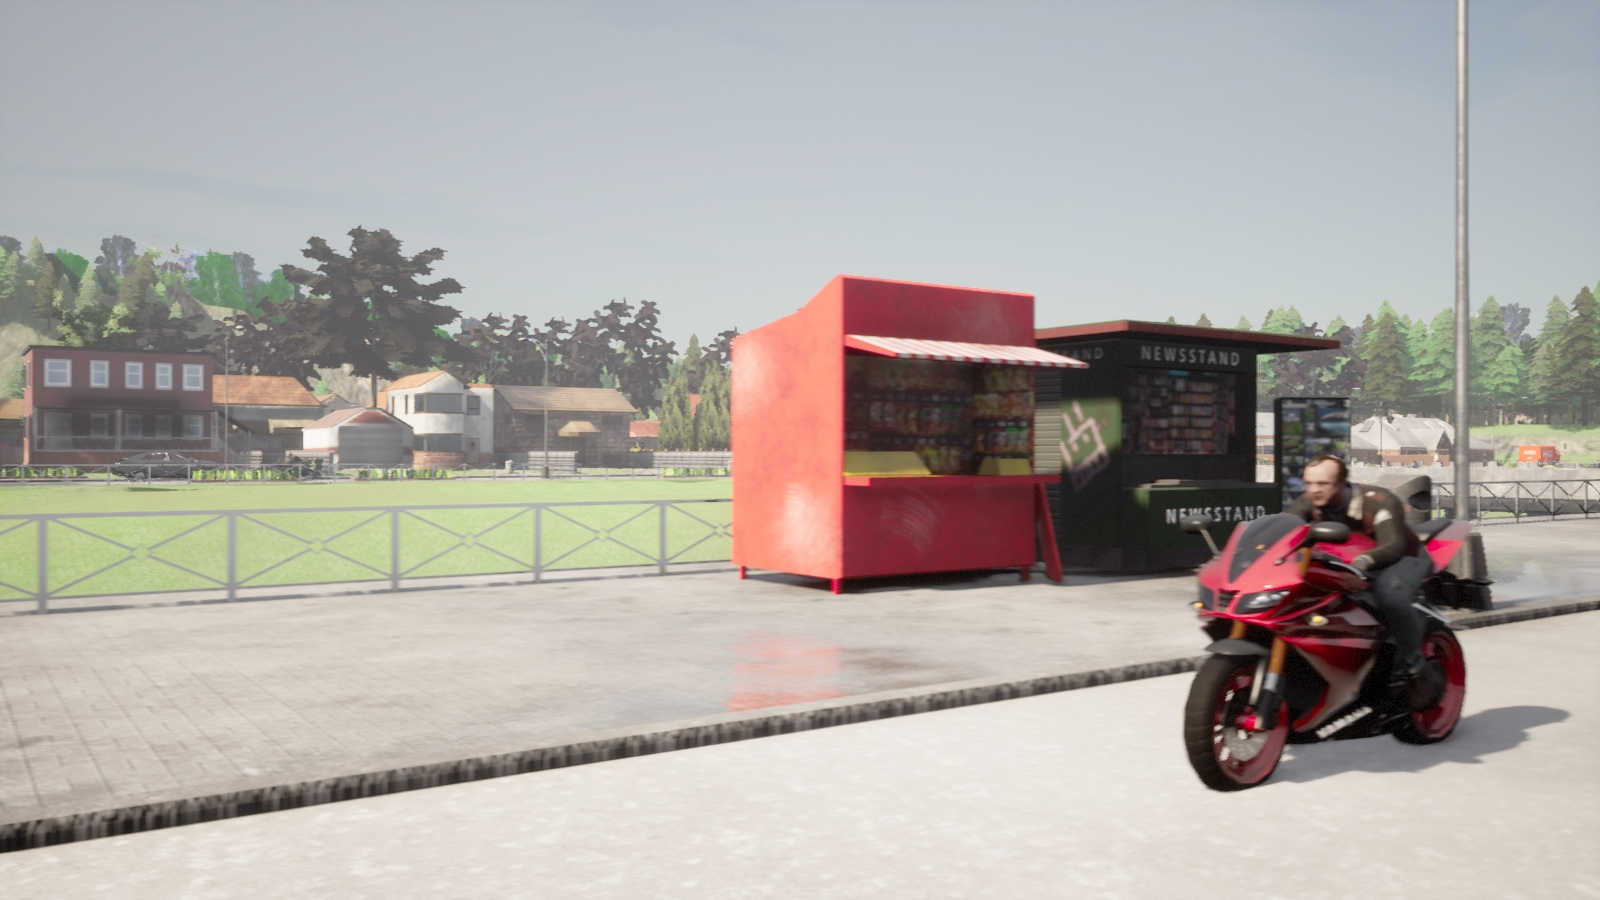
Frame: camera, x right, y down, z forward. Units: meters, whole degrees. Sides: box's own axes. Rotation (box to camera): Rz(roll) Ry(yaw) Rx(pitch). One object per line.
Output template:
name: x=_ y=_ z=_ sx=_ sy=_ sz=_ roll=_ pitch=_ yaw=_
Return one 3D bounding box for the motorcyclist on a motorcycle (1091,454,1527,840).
motorcyclist on a motorcycle: x=2.475 y=0.789 z=5.991 sx=2.191 sy=1.530 sz=0.866 roll=0 pitch=0 yaw=-35

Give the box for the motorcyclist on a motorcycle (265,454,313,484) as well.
motorcyclist on a motorcycle: x=-26.739 y=0.997 z=65.709 sx=2.191 sy=1.530 sz=0.866 roll=0 pitch=0 yaw=-35

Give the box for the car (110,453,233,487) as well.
car: x=-29.475 y=0.908 z=58.933 sx=4.902 sy=1.511 sz=2.128 roll=0 pitch=0 yaw=-35
